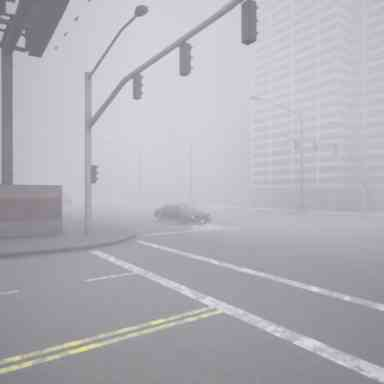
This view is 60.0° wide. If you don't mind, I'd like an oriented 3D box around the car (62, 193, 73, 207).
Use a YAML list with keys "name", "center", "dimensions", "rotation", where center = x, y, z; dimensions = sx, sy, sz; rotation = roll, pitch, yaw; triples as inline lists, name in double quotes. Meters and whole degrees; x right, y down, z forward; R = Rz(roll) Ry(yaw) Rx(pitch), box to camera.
- name: "car"
  center: [-20.152, 1.209, 51.229]
  dimensions: [2.150, 2.045, 5.566]
  rotation: [0, 0, -35]

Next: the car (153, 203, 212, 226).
- name: "car"
  center: [-0.833, 1.535, 23.874]
  dimensions: [2.033, 1.411, 5.357]
  rotation: [0, 0, -35]
